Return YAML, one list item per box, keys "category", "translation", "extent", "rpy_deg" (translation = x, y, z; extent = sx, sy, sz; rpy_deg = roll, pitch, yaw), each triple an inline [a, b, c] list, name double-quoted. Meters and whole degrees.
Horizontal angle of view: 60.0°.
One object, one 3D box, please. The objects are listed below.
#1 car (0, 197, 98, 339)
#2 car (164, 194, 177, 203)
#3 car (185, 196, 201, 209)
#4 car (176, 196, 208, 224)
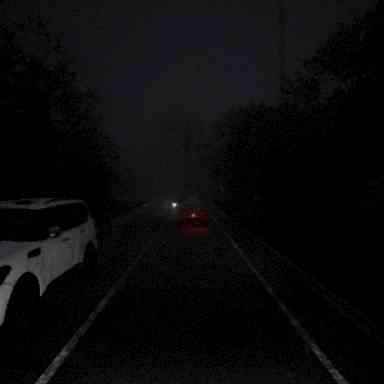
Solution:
- category: "car"
  translation: [-3.605, 1.171, 6.855]
  extent: [2.150, 2.045, 5.566]
  rpy_deg: [0, 0, 0]
- category: "car"
  translation: [-3.532, 1.031, 54.333]
  extent: [1.882, 1.535, 5.008]
  rpy_deg: [0, 0, 0]
- category: "car"
  translation: [0.080, 1.196, 40.296]
  extent: [1.812, 1.442, 4.674]
  rpy_deg: [0, 1, 0]
- category: "car"
  translation: [0.088, 1.290, 23.330]
  extent: [1.882, 1.535, 5.008]
  rpy_deg: [0, 1, 0]
